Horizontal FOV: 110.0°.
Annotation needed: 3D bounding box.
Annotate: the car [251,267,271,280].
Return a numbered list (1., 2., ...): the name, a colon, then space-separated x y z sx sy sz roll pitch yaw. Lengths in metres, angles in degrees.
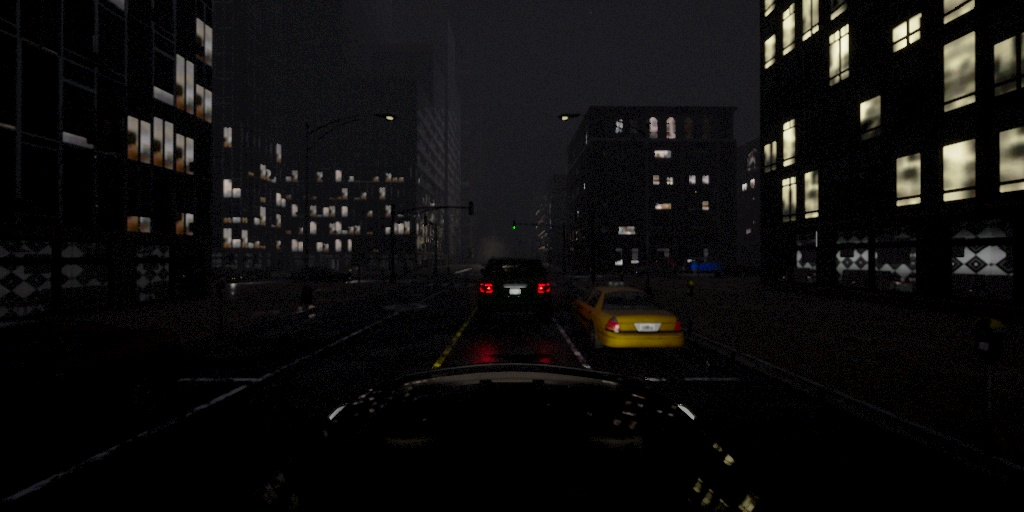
1. car: -28.478 1.861 38.644 4.403 1.370 2.007 0 0 -1

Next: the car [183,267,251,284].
1. car: -27.569 1.784 33.279 4.892 1.490 1.837 -1 0 -1

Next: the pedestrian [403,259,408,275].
1. pedestrian: -12.433 1.252 41.869 0.375 1.860 0.375 0 1 -1

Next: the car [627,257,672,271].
1. car: 15.246 1.060 39.291 5.009 1.841 2.192 0 0 -1

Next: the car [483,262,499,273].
1. car: -2.936 1.579 50.256 2.033 1.411 5.357 0 0 -1

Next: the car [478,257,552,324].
1. car: 0.077 1.035 12.307 2.150 2.045 5.566 0 0 0

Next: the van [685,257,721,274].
1. van: 20.901 1.017 39.363 3.998 1.789 1.690 0 0 -1

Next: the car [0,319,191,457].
1. car: -5.318 1.341 3.313 1.802 1.307 4.207 0 0 0

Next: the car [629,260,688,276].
1. car: 14.987 1.341 36.827 4.718 1.301 1.895 -1 0 -1

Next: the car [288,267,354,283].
1. car: -17.755 1.697 33.425 5.357 1.411 2.033 -1 0 -1

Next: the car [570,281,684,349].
1. car: 2.551 1.316 9.059 1.751 1.417 4.829 0 0 0

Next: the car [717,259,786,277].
1. car: 21.026 1.191 31.483 4.507 1.381 1.888 0 0 -1
